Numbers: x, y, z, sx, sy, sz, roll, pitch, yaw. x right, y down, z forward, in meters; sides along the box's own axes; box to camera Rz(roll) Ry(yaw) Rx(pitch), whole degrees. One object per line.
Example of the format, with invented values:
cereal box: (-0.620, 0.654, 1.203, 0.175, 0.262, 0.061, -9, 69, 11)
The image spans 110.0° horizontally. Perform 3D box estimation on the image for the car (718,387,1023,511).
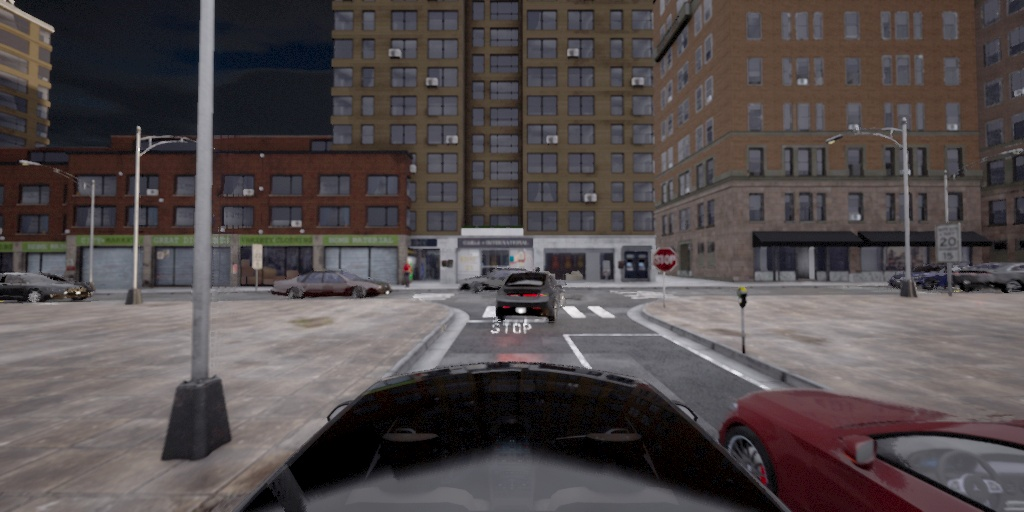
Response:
car: (2.639, 1.330, 1.420, 1.802, 1.307, 4.207, 0, 0, 0)

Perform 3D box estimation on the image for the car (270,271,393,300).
car: (-8.769, 1.432, 17.634, 5.357, 1.411, 2.033, -1, -1, 0)

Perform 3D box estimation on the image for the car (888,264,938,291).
car: (24.441, 1.177, 20.474, 4.674, 1.442, 1.812, 0, -1, 0)

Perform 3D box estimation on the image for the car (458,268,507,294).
car: (-0.300, 1.416, 20.560, 5.357, 1.411, 2.033, -1, -1, 0)

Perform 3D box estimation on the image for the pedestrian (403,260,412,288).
pedestrian: (-6.846, 1.145, 23.497, 0.375, 1.860, 0.375, 0, -1, 0)

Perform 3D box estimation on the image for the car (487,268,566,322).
car: (0.752, 1.300, 12.642, 1.837, 1.490, 4.892, 0, 0, 12)

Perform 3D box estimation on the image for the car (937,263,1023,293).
car: (24.684, 1.070, 17.539, 4.902, 1.511, 2.128, 0, -1, 0)

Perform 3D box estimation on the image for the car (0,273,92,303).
car: (-23.799, 1.581, 17.680, 4.892, 1.490, 1.837, 0, -1, 0)
